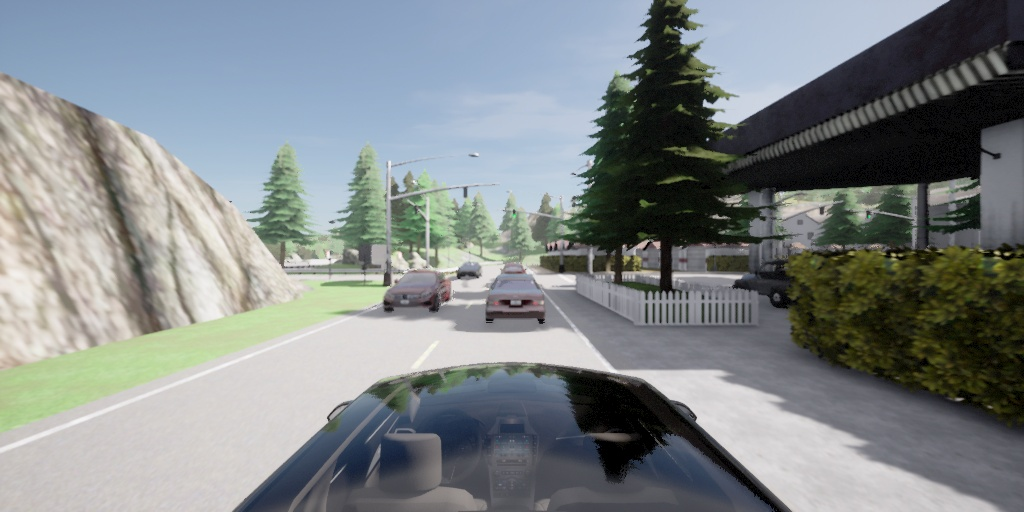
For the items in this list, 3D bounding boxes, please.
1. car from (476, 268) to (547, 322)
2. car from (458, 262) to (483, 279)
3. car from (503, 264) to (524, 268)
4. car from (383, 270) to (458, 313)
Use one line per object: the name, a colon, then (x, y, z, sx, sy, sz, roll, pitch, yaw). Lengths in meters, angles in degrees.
car: (0.103, 1.304, 12.207, 2.033, 1.411, 5.357, 0, 0, 0)
car: (-3.591, 1.208, 31.358, 2.033, 1.411, 5.357, 0, 0, 0)
car: (0.096, 1.256, 24.806, 1.812, 1.442, 4.674, 0, 2, 0)
car: (-3.544, 1.284, 14.253, 1.812, 1.442, 4.674, 0, 0, 0)
